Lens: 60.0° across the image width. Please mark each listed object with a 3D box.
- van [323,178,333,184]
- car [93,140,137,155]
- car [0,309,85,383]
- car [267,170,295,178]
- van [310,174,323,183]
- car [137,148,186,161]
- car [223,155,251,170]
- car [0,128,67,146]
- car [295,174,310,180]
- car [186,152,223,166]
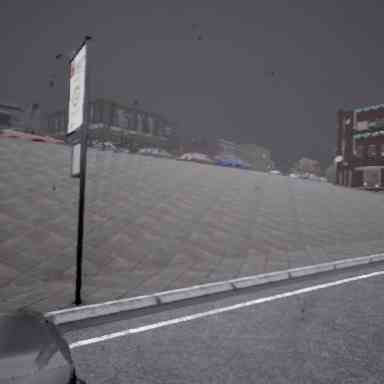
[{"bbox_3d":[23.235,-1.615,60.085,1.878,1.987,4.442,1,-3,40],"label":"van"},{"bbox_3d":[-7.408,-3.526,27.985,4.674,1.452,2.002,3,-1,-41],"label":"car"},{"bbox_3d":[-3.267,1.507,1.564,5.357,1.411,2.033,0,0,-37],"label":"car"},{"bbox_3d":[12.291,-2.323,47.421,2.002,1.452,4.674,1,-2,43],"label":"car"},{"bbox_3d":[19.714,-1.957,55.823,1.878,1.987,4.442,1,-2,41],"label":"van"},{"bbox_3d":[-3.390,-3.367,31.622,4.892,1.521,2.231,3,-1,-42],"label":"car"},{"bbox_3d":[4.707,-3.154,39.427,5.566,2.045,2.435,3,-2,-44],"label":"car"},{"bbox_3d":[-11.576,-3.737,24.372,4.792,1.488,2.163,3,-1,-40],"label":"car"},{"bbox_3d":[15.985,-2.022,51.542,2.002,1.452,4.674,1,-2,42],"label":"car"},{"bbox_3d":[0.704,-3.271,35.496,4.553,1.767,2.185,3,-1,-43],"label":"car"}]
